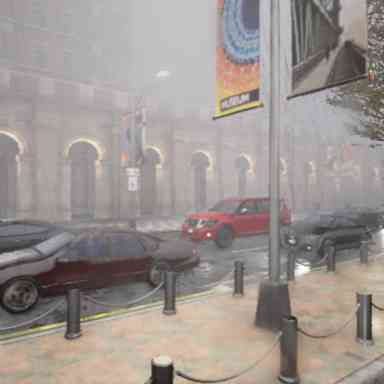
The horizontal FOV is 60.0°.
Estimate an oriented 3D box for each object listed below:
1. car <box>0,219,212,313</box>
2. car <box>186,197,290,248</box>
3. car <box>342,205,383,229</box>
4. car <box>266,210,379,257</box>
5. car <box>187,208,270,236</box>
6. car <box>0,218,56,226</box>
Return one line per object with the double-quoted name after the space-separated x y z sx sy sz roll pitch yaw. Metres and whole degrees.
-2.333 1.558 7.841 5.357 1.411 2.033 0 0 -35 "car"
2.214 1.264 15.322 5.566 2.045 2.150 0 0 -35 "car"
10.280 1.647 21.030 4.181 1.385 1.994 0 0 -36 "car"
5.245 1.612 13.175 4.181 1.385 1.994 0 0 -35 "car"
2.215 1.647 19.268 4.718 1.301 1.895 0 0 -36 "car"
-5.539 1.530 9.852 4.674 1.442 1.812 0 0 -35 "car"
